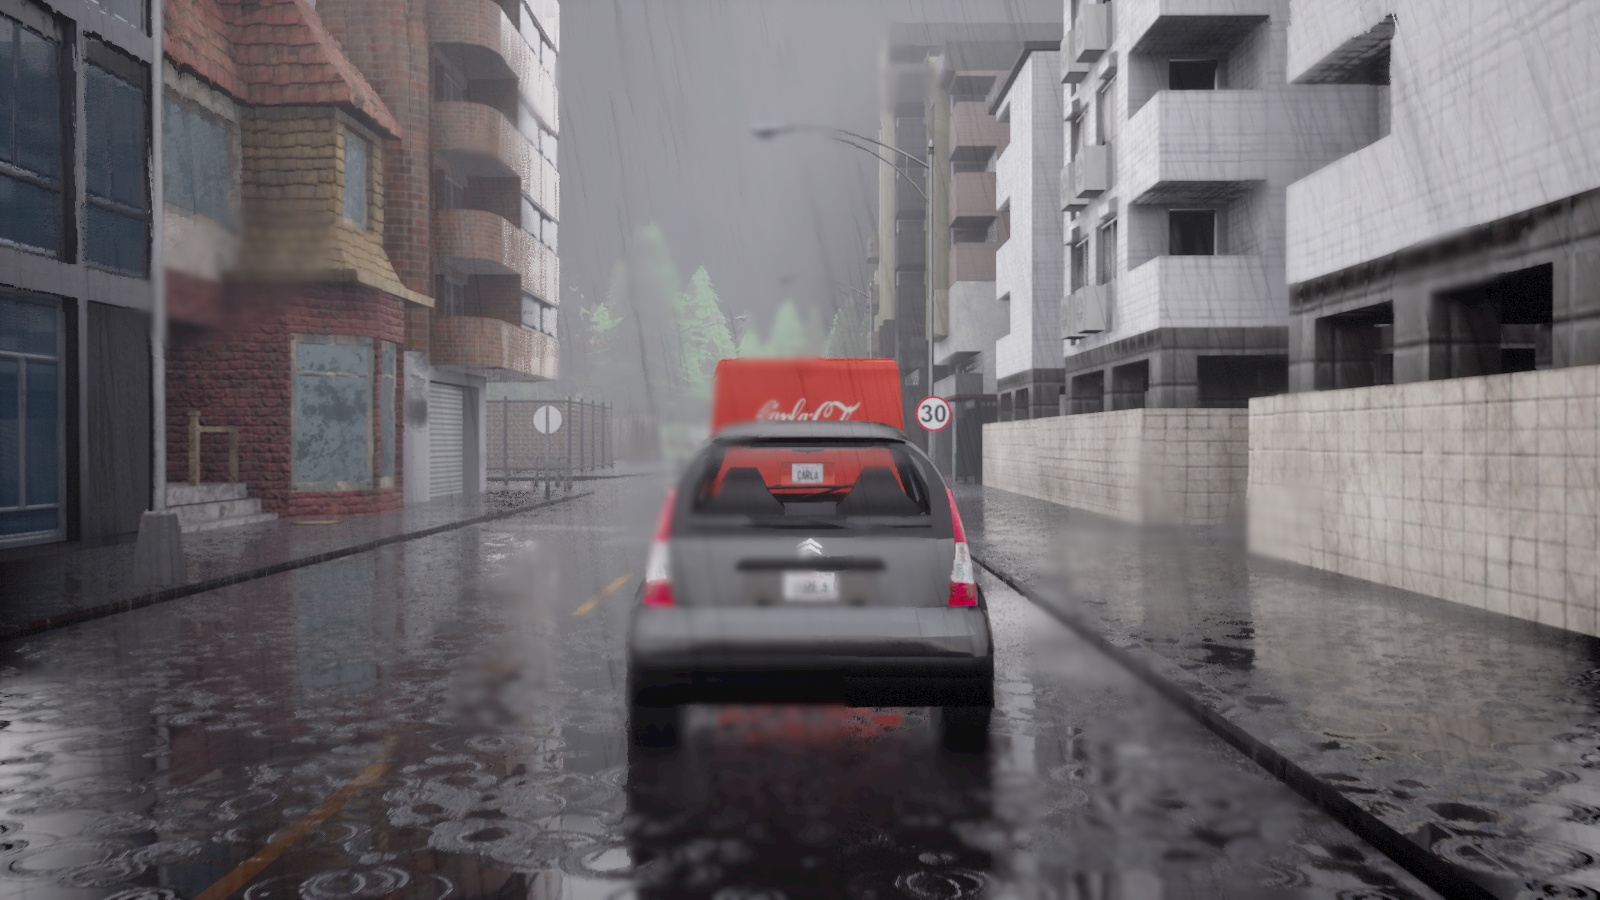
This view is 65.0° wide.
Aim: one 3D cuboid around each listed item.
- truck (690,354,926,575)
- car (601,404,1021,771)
[{"bbox_3d":[0.103,0.145,16.641,2.627,2.467,5.204,0,0,0],"label":"truck"},{"bbox_3d":[0.055,0.593,7.541,1.851,1.617,3.988,0,0,0],"label":"car"}]
